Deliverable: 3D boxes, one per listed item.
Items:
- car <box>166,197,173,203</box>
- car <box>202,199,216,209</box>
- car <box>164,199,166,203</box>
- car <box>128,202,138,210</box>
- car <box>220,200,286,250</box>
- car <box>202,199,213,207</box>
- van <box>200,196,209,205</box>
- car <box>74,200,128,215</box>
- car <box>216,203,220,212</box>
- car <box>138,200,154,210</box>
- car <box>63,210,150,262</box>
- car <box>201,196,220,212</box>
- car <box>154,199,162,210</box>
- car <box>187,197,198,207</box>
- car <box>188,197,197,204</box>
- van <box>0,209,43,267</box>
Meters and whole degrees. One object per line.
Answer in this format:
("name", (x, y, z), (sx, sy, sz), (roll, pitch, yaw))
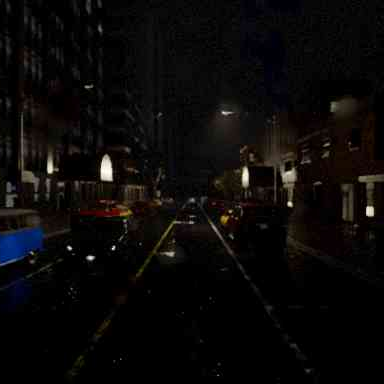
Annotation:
("car", (-5.686, 1.984, 81.189), (1.967, 1.590, 4.097), (-1, 0, 0))
("car", (2.690, 1.925, 53.500), (1.947, 1.339, 4.313), (-1, 0, 0))
("car", (-5.691, 1.883, 53.344), (1.752, 1.417, 4.829), (-1, 0, 0))
("car", (-5.697, 1.698, 25.671), (1.752, 1.417, 4.829), (-1, 0, 0))
("car", (2.678, 1.415, 14.761), (2.192, 1.841, 5.009), (-1, 0, 0))
("car", (2.692, 1.978, 59.034), (1.802, 1.307, 4.206), (-1, 0, 0))
("van", (2.690, 1.811, 70.104), (1.690, 1.788, 3.998), (-1, 0, 0))
("car", (-5.701, 1.452, 20.307), (2.192, 1.841, 5.009), (-1, 0, 0))
("car", (2.683, 1.663, 20.464), (1.752, 1.417, 4.829), (-1, 0, 0))
("car", (-5.694, 1.793, 36.910), (1.887, 1.381, 4.507), (-1, 0, 0))
("car", (-3.070, 1.633, 12.749), (2.033, 1.411, 5.357), (0, 0, 0))
("car", (2.684, 1.600, 42.434), (2.192, 1.841, 5.009), (-1, 0, 0))
("car", (-5.692, 1.846, 47.810), (1.752, 1.417, 4.829), (-1, 0, 0))
("car", (0.013, 1.952, 60.285), (2.033, 1.411, 5.357), (0, 0, 0))
("car", (0.015, 1.802, 70.571), (1.837, 1.490, 4.892), (0, 0, 0))
("van", (-5.703, 1.404, 9.238), (1.690, 1.788, 3.998), (-1, 0, 0))
